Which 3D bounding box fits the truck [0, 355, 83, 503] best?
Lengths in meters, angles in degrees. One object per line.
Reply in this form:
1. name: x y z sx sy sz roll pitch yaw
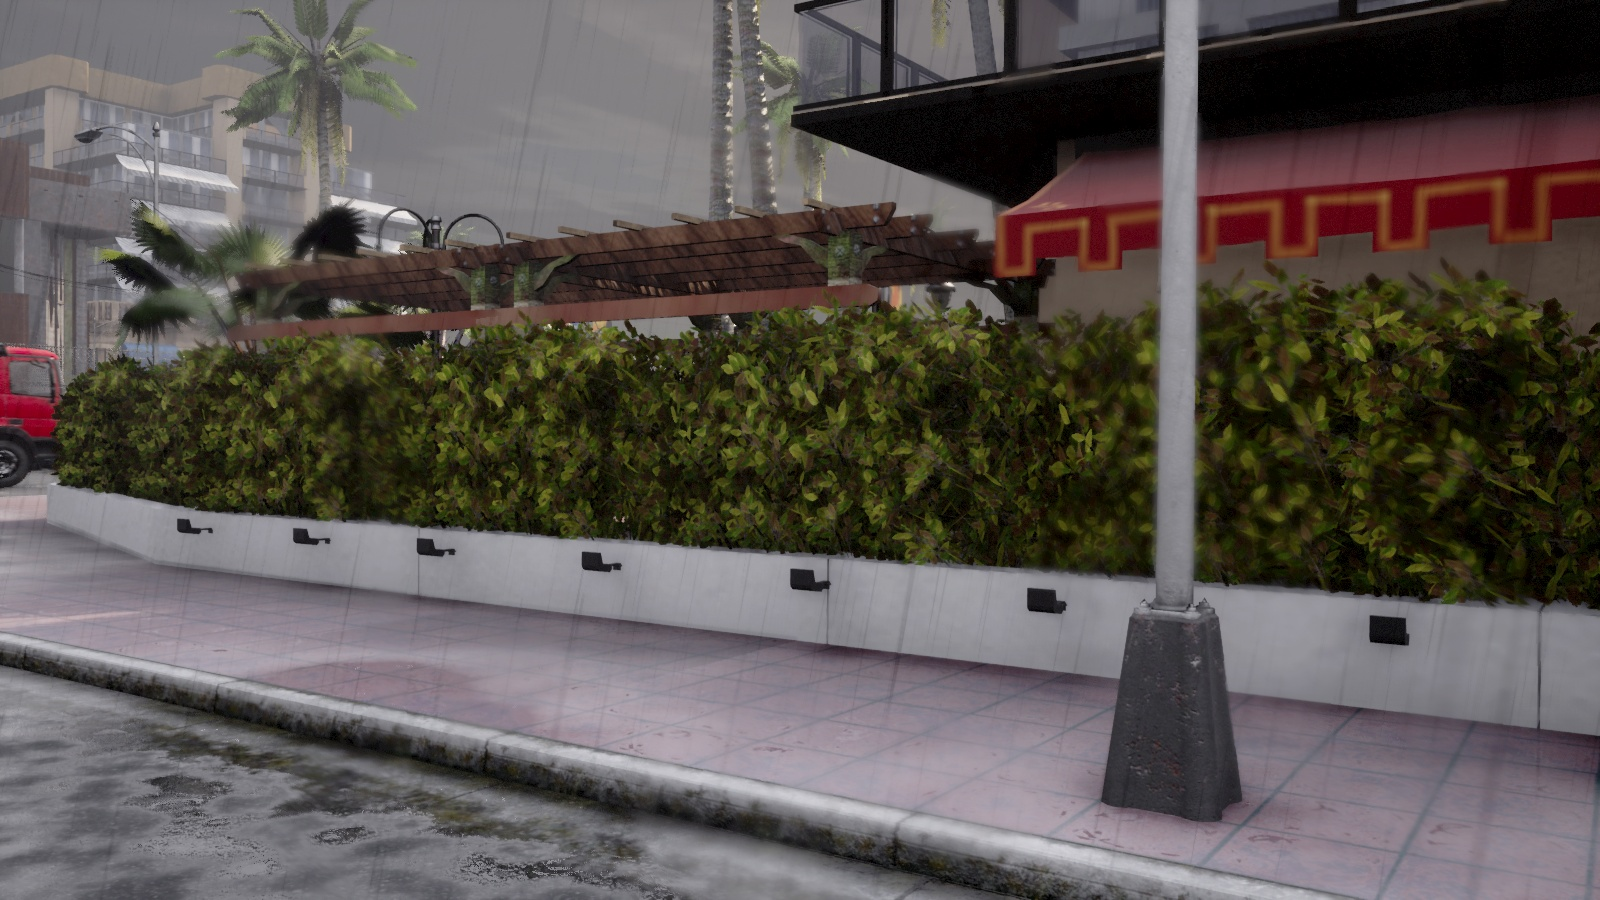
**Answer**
1. truck: -21.102 -0.448 28.432 2.891 3.462 7.936 0 1 36
